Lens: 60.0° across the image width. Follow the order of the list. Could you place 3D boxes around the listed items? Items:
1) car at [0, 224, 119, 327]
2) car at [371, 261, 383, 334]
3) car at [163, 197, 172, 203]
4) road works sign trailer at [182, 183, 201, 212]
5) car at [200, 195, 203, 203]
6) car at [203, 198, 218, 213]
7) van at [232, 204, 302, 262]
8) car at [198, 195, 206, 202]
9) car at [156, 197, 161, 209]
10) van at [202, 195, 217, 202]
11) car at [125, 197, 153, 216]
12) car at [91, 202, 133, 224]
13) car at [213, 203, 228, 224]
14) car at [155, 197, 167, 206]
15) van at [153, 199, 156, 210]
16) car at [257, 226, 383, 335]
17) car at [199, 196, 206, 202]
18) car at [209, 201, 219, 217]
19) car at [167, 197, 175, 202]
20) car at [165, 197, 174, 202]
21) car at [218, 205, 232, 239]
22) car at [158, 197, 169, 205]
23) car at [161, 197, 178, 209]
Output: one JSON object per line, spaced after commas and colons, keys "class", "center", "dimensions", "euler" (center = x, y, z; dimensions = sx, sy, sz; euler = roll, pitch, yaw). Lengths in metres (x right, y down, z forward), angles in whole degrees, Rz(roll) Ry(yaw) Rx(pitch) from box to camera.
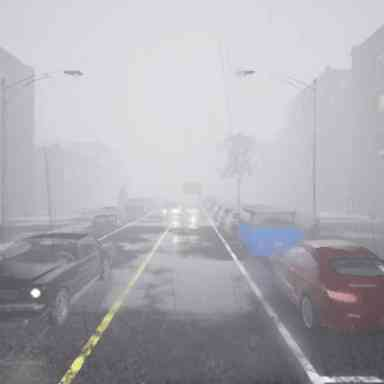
{"class": "car", "center": [-3.105, 1.630, 7.202], "dimensions": [1.895, 1.301, 4.718], "euler": [0, 0, 0]}
{"class": "car", "center": [2.685, 1.445, 1.043], "dimensions": [1.967, 1.590, 4.097], "euler": [-1, 0, 0]}
{"class": "car", "center": [-5.728, 1.890, 78.713], "dimensions": [1.802, 1.307, 4.206], "euler": [-1, 0, 0]}
{"class": "road works sign trailer", "center": [-0.008, 0.629, 41.713], "dimensions": [2.380, 3.560, 2.880], "euler": [0, 0, 0]}
{"class": "car", "center": [2.662, 1.516, 50.979], "dimensions": [2.192, 1.841, 5.009], "euler": [-1, 0, 0]}
{"class": "car", "center": [2.669, 1.740, 39.881], "dimensions": [1.802, 1.307, 4.206], "euler": [-1, 0, 0]}
{"class": "van", "center": [2.679, 1.390, 12.140], "dimensions": [1.690, 1.788, 3.998], "euler": [-1, 0, 0]}
{"class": "car", "center": [2.644, 1.666, 89.817], "dimensions": [2.192, 1.841, 5.009], "euler": [-1, 0, 0]}
{"class": "car", "center": [-5.715, 1.620, 45.424], "dimensions": [1.967, 1.590, 4.097], "euler": [-1, 0, 0]}
{"class": "van", "center": [2.664, 1.520, 45.430], "dimensions": [1.690, 1.788, 3.998], "euler": [-1, 0, 0]}
{"class": "car", "center": [-5.711, 1.451, 34.328], "dimensions": [2.192, 1.841, 5.009], "euler": [-1, 0, 0]}
{"class": "car", "center": [-5.704, 1.643, 23.230], "dimensions": [2.008, 1.369, 4.403], "euler": [-1, 0, 0]}
{"class": "car", "center": [2.676, 1.674, 23.236], "dimensions": [1.802, 1.307, 4.206], "euler": [-1, 0, 0]}
{"class": "car", "center": [-5.723, 1.684, 62.069], "dimensions": [1.967, 1.590, 4.097], "euler": [-1, 0, 0]}
{"class": "van", "center": [-5.714, 1.499, 39.876], "dimensions": [1.690, 1.788, 3.998], "euler": [-1, 0, 0]}
{"class": "car", "center": [2.684, 1.609, 6.591], "dimensions": [1.802, 1.307, 4.206], "euler": [-1, 0, 0]}
{"class": "car", "center": [2.650, 1.855, 84.436], "dimensions": [1.752, 1.417, 4.829], "euler": [-1, 0, 0]}
{"class": "car", "center": [2.674, 1.696, 28.784], "dimensions": [1.802, 1.307, 4.206], "euler": [-1, 0, 0]}
{"class": "car", "center": [-5.734, 1.933, 89.810], "dimensions": [1.802, 1.307, 4.206], "euler": [-1, 0, 0]}
{"class": "car", "center": [-5.732, 1.880, 84.261], "dimensions": [2.008, 1.369, 4.403], "euler": [-1, 0, 0]}
{"class": "car", "center": [2.679, 1.615, 17.688], "dimensions": [1.887, 1.381, 4.507], "euler": [-1, 0, 0]}
{"class": "car", "center": [-5.724, 1.810, 67.617], "dimensions": [1.887, 1.381, 4.507], "euler": [-1, 0, 0]}
{"class": "car", "center": [-3.100, 1.790, 48.026], "dimensions": [1.895, 1.301, 4.718], "euler": [0, 0, 0]}
